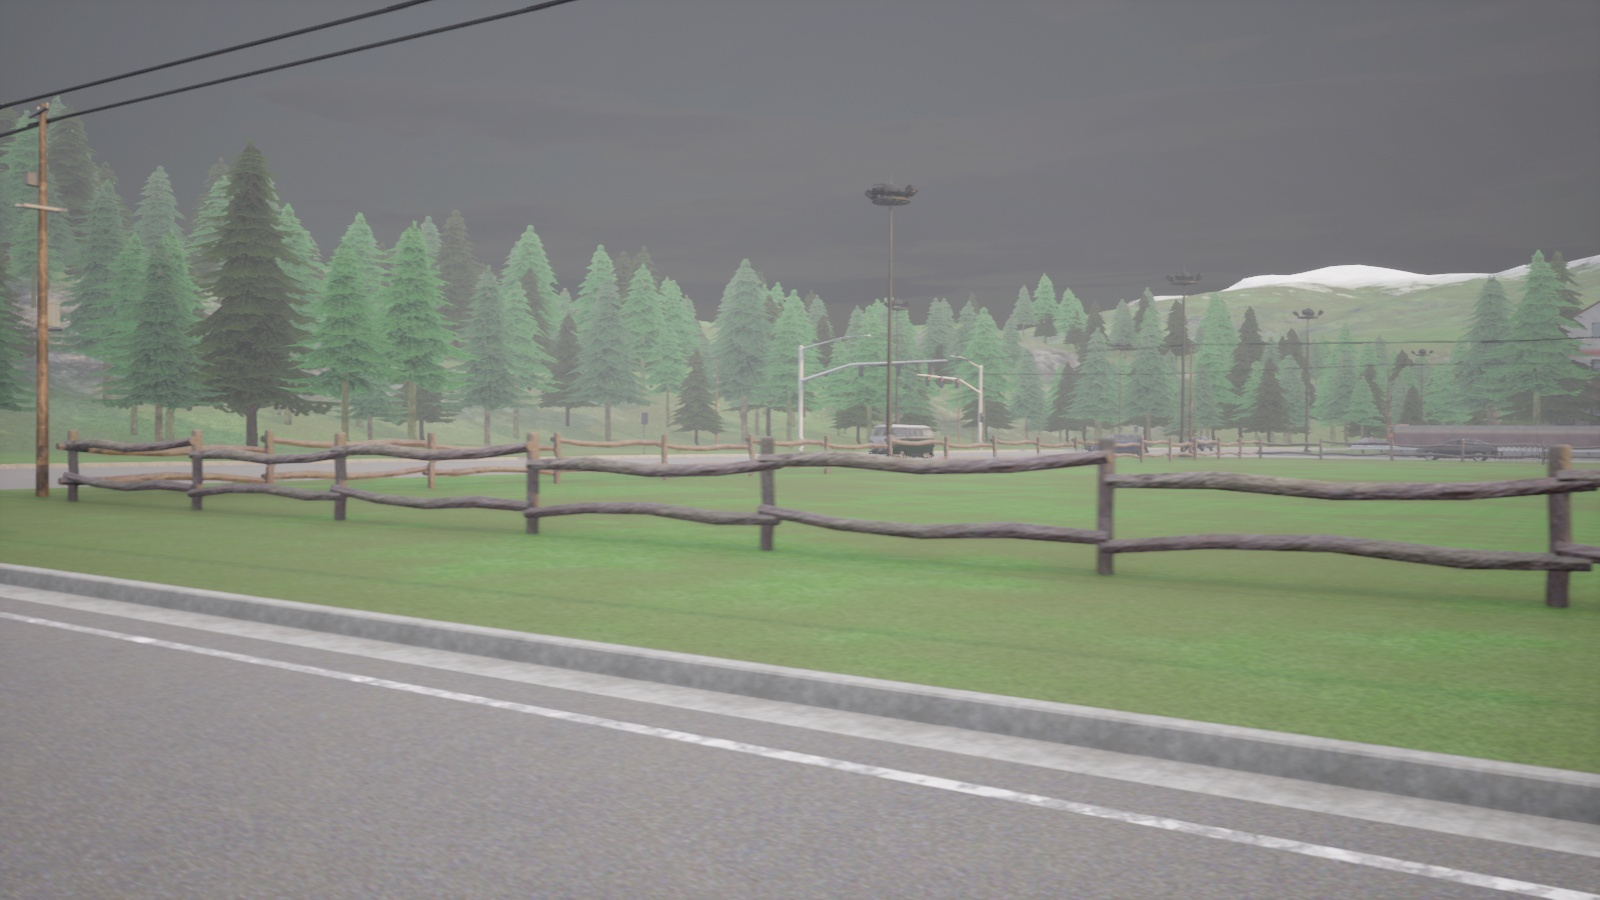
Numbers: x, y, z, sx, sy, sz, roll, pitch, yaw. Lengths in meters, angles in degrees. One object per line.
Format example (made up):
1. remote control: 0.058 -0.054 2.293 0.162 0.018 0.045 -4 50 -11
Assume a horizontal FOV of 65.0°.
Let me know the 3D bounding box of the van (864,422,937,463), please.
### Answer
1. van: 5.211 -0.405 64.558 1.775 1.987 4.442 0 1 34

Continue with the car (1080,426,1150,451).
1. car: 23.312 -0.851 93.065 4.553 1.767 2.097 -1 1 -12

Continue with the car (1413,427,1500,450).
1. car: 43.270 -0.773 82.761 4.892 1.490 1.837 0 1 34
